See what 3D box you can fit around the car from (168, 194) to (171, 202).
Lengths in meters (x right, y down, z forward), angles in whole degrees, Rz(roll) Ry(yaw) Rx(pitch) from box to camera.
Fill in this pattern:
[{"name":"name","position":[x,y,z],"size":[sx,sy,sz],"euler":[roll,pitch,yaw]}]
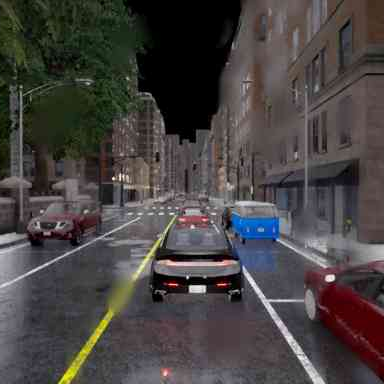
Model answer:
[{"name":"car","position":[-5.692,1.502,64.669],"size":[2.008,1.369,4.403],"euler":[0,0,0]}]

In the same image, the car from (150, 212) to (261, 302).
[{"name":"car","position":[0.097,1.490,8.261],"size":[2.128,1.511,4.902],"euler":[0,0,0]}]

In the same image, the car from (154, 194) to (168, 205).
[{"name":"car","position":[-5.690,1.480,59.049],"size":[1.752,1.417,4.829],"euler":[0,0,0]}]

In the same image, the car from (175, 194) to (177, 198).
[{"name":"car","position":[-5.700,1.496,86.472],"size":[2.008,1.369,4.403],"euler":[0,0,0]}]

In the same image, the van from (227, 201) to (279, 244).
[{"name":"van","position":[2.850,1.336,15.573],"size":[1.690,1.788,3.998],"euler":[0,0,0]}]

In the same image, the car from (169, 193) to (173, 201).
[{"name":"car","position":[-5.694,1.493,70.120],"size":[1.887,1.381,4.507],"euler":[0,0,0]}]

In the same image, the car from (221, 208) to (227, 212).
[{"name":"car","position":[2.849,1.557,21.233],"size":[1.947,1.339,4.313],"euler":[0,0,0]}]

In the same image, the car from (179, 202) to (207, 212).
[{"name":"car","position":[0.097,1.519,18.523],"size":[1.812,1.442,4.674],"euler":[0,0,0]}]

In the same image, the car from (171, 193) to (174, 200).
[{"name":"car","position":[-5.696,1.491,75.571],"size":[1.887,1.381,4.507],"euler":[0,0,0]}]

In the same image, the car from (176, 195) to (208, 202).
[{"name":"car","position":[0.039,1.338,27.480],"size":[2.097,1.767,4.553],"euler":[0,0,2]}]

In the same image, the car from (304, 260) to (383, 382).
[{"name":"car","position":[2.854,1.544,4.252],"size":[1.887,1.381,4.507],"euler":[0,0,0]}]

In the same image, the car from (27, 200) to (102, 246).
[{"name":"car","position":[-5.675,1.310,15.530],"size":[2.192,1.841,5.009],"euler":[0,0,0]}]

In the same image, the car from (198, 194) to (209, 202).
[{"name":"car","position":[2.829,1.387,75.610],"size":[1.967,1.590,4.097],"euler":[0,0,0]}]
